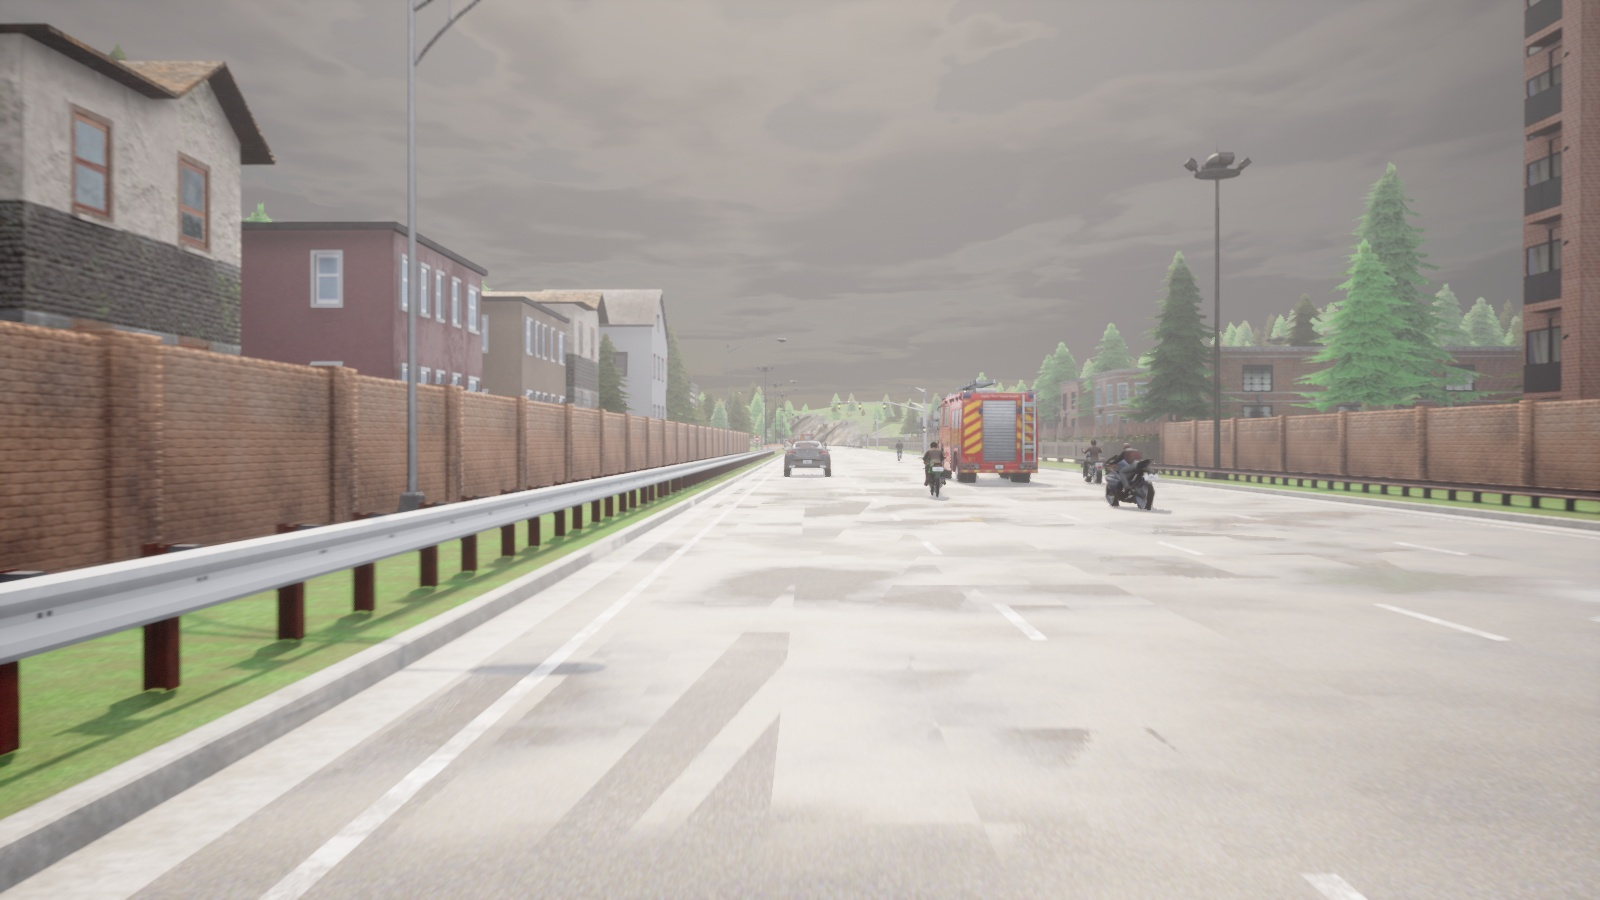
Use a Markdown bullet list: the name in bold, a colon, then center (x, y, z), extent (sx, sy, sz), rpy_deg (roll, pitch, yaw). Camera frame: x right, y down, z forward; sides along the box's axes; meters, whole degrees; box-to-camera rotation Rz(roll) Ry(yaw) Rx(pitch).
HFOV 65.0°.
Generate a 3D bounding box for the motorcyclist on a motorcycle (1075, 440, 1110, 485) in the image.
- **motorcyclist on a motorcycle**: center (10.779, 0.447, 46.318), extent (0.766, 1.649, 2.350), rpy_deg (0, 0, 0)

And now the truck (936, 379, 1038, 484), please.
- **truck**: center (7.302, -0.693, 50.199), extent (2.891, 3.827, 8.468), rpy_deg (0, 0, 0)

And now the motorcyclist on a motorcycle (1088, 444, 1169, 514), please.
- **motorcyclist on a motorcycle**: center (7.433, 0.628, 28.545), extent (0.866, 1.530, 2.191), rpy_deg (1, 0, -12)

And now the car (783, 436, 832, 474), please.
- **car**: center (0.345, 0.202, 57.825), extent (2.152, 1.651, 5.027), rpy_deg (0, 0, 0)

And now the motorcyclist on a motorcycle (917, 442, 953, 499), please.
- **motorcyclist on a motorcycle**: center (3.713, 0.538, 34.732), extent (0.797, 1.523, 2.044), rpy_deg (0, 0, 0)
